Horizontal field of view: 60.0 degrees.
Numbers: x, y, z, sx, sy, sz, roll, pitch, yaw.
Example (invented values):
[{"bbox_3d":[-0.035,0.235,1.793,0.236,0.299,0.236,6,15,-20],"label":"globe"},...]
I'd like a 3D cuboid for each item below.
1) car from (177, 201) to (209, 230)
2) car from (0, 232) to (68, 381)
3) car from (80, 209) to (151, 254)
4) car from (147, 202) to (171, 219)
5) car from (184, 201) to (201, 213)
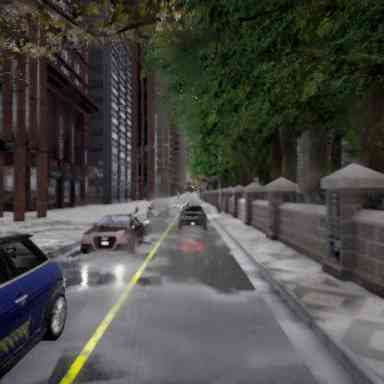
[{"bbox_3d":[0.063,1.623,22.229,1.837,1.490,4.892,0,0,0],"label":"car"},{"bbox_3d":[-3.088,1.368,3.547,2.097,1.767,4.553,0,0,0],"label":"car"},{"bbox_3d":[-3.062,1.631,13.718,1.994,1.385,4.181,0,0,0],"label":"car"},{"bbox_3d":[-3.041,1.662,30.769,2.128,1.511,4.902,0,0,1],"label":"car"},{"bbox_3d":[0.097,1.803,41.051,1.994,1.385,4.181,0,0,0],"label":"car"}]
